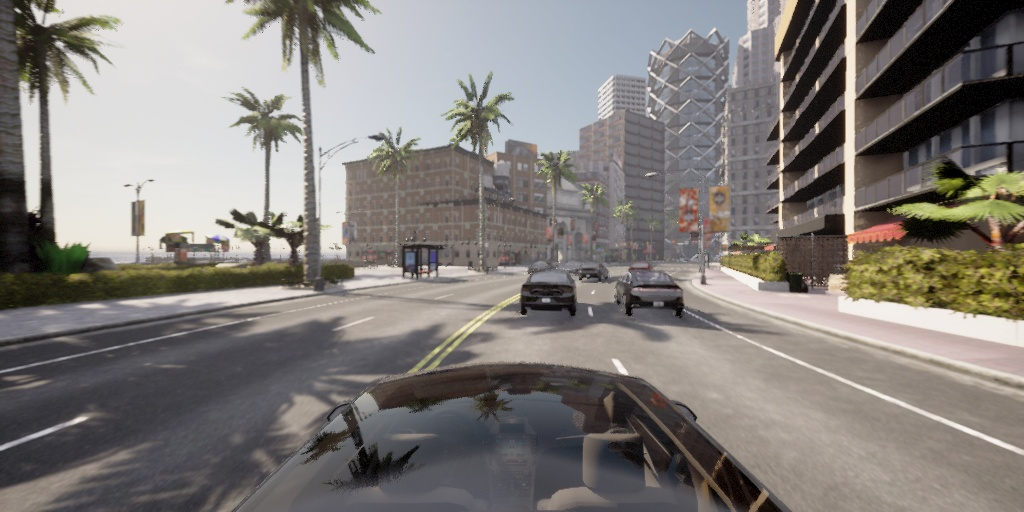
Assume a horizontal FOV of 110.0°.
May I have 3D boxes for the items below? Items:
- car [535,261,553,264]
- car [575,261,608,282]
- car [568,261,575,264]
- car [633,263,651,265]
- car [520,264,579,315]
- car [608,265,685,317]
[{"bbox_3d":[3.272,1.312,39.379,1.837,1.490,4.892,0,0,27],"label":"car"},{"bbox_3d":[7.027,1.323,30.581,1.837,1.490,4.892,0,0,25],"label":"car"},{"bbox_3d":[6.588,1.315,38.170,2.128,1.511,4.902,0,0,28],"label":"car"},{"bbox_3d":[11.731,1.323,32.316,1.882,1.535,5.008,0,0,26],"label":"car"},{"bbox_3d":[1.524,1.248,13.758,1.882,1.535,5.008,0,0,10],"label":"car"},{"bbox_3d":[5.016,1.281,13.529,2.128,1.511,4.902,0,0,11],"label":"car"}]
